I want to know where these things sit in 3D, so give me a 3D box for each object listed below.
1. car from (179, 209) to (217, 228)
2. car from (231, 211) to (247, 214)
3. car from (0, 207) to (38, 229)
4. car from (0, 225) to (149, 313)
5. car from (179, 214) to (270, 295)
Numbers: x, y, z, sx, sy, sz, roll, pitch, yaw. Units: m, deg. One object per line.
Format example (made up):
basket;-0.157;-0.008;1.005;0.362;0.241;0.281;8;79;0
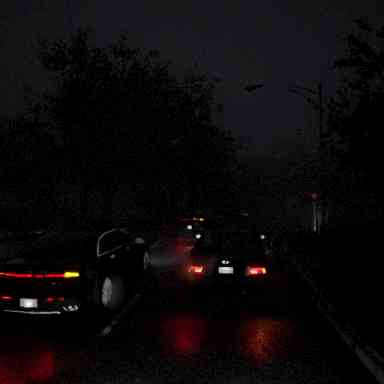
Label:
car;0.707;1.826;20.845;1.837;1.490;4.892;-2;-3;20
car;7.792;4.184;58.775;2.128;1.511;4.902;4;-5;-42
car;-12.372;1.888;24.385;4.553;1.767;2.097;-1;-4;16
car;-2.355;1.534;7.795;1.837;1.490;4.892;-1;0;7
car;0.994;1.549;8.883;2.033;1.411;5.357;-1;0;8
